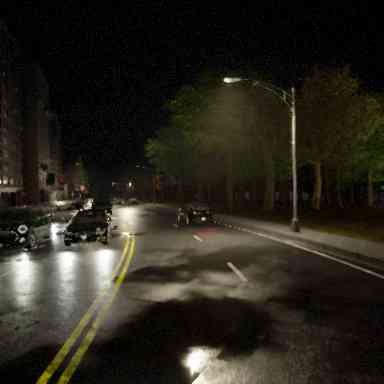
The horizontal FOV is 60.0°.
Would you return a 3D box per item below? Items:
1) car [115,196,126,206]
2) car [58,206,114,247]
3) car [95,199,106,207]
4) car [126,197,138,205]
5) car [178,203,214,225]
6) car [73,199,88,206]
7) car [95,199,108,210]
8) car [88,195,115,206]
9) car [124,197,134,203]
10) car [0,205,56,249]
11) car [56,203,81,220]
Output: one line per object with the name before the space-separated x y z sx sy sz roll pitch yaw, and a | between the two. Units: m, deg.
car | -15.375 2.060 68.260 2.033 1.411 5.357 -1 0 -16
car | -4.843 1.645 16.060 1.837 1.490 4.892 -1 0 -10
car | -17.838 2.096 65.011 2.033 1.411 5.357 -1 0 -16
car | -12.248 2.009 69.142 2.033 1.411 5.357 -1 0 -16
car | 0.193 1.604 24.964 1.837 1.490 4.892 0 0 -14
car | -16.200 2.068 47.076 1.895 1.301 4.718 -1 0 -15
car | -14.640 1.943 53.638 1.882 1.535 5.008 -1 -1 -16
car | -9.973 1.546 36.866 2.150 2.045 5.566 -1 0 -15
car | -15.077 1.894 79.171 1.837 1.490 4.892 -1 0 -16
car | -8.092 1.557 15.476 2.097 1.767 4.553 -1 0 -10
car | -11.491 1.925 30.178 1.895 1.301 4.718 -1 0 -15
